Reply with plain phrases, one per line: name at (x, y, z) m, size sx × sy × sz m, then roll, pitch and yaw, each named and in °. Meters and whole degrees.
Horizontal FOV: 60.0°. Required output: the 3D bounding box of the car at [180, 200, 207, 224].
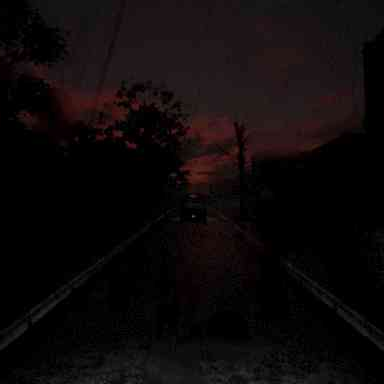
car at (0.097, 1.524, 25.154) m, size 1.882 × 1.535 × 5.008 m, roll 0°, pitch 0°, yaw 0°

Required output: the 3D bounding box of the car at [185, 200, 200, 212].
car at (0.093, 1.737, 42.433) m, size 1.837 × 1.490 × 4.892 m, roll 0°, pitch -1°, yaw 0°
